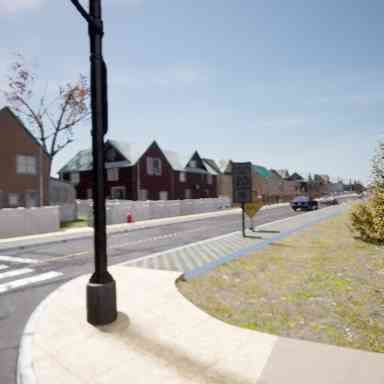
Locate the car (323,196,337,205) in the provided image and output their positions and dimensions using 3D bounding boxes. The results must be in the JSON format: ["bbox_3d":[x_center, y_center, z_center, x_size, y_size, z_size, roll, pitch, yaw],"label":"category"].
[{"bbox_3d":[19.816,1.178,48.229,1.895,1.301,4.718,-3,-1,31],"label":"car"}]

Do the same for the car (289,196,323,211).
[{"bbox_3d":[12.090,1.226,35.473,2.033,1.411,5.357,-3,-1,31],"label":"car"}]

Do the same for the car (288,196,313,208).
[{"bbox_3d":[14.794,1.266,45.247,2.033,1.411,5.357,-3,-1,31],"label":"car"}]

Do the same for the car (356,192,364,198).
[{"bbox_3d":[40.249,0.789,80.118,1.812,1.442,4.674,-3,-1,31],"label":"car"}]

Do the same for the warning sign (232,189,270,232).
[{"bbox_3d":[2.706,0.839,15.181,1.300,1.860,1.060,-3,-2,31],"label":"warning sign"}]
